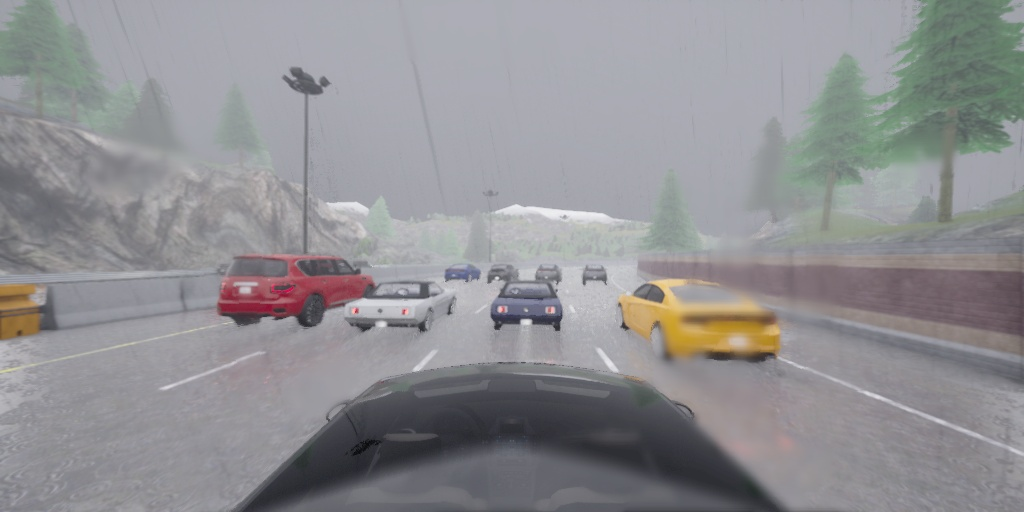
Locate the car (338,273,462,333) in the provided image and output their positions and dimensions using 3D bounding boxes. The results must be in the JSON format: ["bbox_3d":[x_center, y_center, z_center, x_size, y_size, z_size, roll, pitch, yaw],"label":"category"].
[{"bbox_3d":[-3.015,1.378,10.899,1.895,1.301,4.718,0,0,4],"label":"car"}]

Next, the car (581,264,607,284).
[{"bbox_3d":[6.575,1.397,28.663,2.128,1.511,4.902,0,0,12],"label":"car"}]

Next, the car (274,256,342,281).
[{"bbox_3d":[-17.955,1.024,31.999,2.150,2.045,5.566,0,0,12],"label":"car"}]

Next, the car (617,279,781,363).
[{"bbox_3d":[3.855,1.277,8.380,1.882,1.535,5.008,0,0,3],"label":"car"}]

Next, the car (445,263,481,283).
[{"bbox_3d":[-3.945,1.336,29.637,1.882,1.535,5.008,0,0,11],"label":"car"}]

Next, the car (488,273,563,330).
[{"bbox_3d":[0.525,1.397,11.287,1.895,1.301,4.718,0,0,4],"label":"car"}]

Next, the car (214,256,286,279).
[{"bbox_3d":[-24.660,0.997,34.106,2.150,2.045,5.566,0,0,12],"label":"car"}]

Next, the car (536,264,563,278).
[{"bbox_3d":[2.953,1.378,28.467,2.128,1.511,4.902,0,0,11],"label":"car"}]

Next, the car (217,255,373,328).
[{"bbox_3d":[-6.460,0.985,11.649,2.150,2.045,5.566,0,0,4],"label":"car"}]

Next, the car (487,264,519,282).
[{"bbox_3d":[-0.633,1.374,28.361,1.837,1.490,4.892,0,0,11],"label":"car"}]
